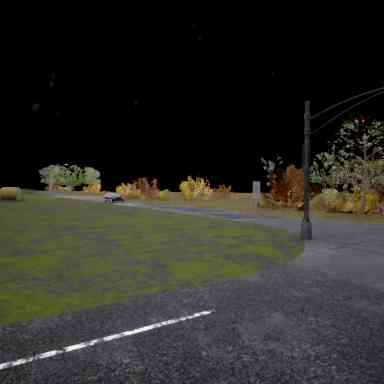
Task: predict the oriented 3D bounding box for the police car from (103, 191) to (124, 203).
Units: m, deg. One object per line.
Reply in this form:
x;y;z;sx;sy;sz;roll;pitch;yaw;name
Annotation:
-11.671;0.744;49.723;1.930;1.638;5.238;1;0;-32;police car
